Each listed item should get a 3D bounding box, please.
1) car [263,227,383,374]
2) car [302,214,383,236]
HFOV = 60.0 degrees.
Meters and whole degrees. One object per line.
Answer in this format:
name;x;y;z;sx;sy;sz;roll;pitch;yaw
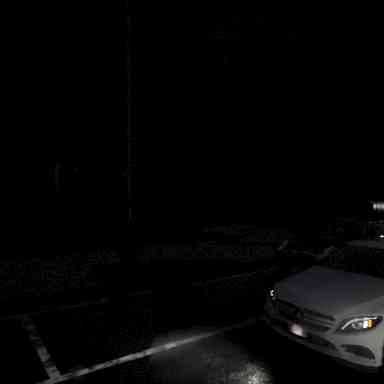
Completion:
car;3.302;1.554;5.687;4.674;1.442;1.812;0;0;-35
car;4.287;1.480;9.514;4.097;1.590;1.967;0;-1;-35
